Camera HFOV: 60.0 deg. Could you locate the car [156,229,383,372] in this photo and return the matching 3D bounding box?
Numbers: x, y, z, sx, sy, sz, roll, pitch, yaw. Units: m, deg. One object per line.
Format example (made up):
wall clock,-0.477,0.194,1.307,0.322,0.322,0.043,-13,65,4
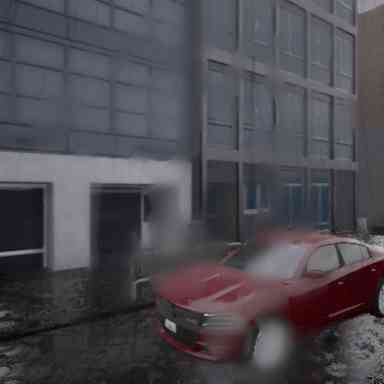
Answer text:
car,1.750,1.484,5.851,5.008,1.535,1.882,0,0,-36
